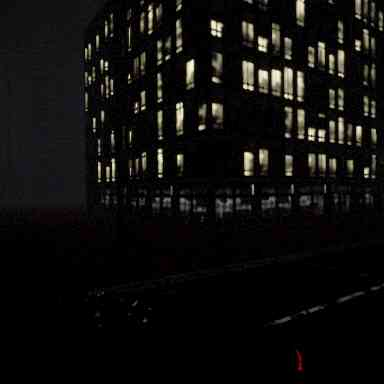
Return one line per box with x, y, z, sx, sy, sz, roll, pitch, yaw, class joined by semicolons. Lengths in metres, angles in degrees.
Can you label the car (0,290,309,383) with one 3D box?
-1.033;1.556;2.332;4.181;1.385;1.994;-1;1;-35;car
